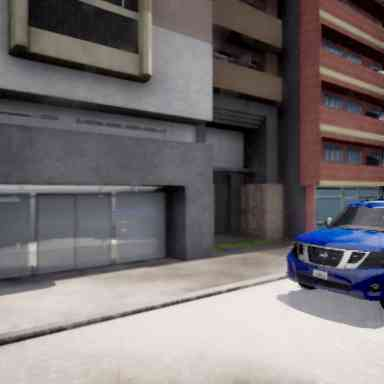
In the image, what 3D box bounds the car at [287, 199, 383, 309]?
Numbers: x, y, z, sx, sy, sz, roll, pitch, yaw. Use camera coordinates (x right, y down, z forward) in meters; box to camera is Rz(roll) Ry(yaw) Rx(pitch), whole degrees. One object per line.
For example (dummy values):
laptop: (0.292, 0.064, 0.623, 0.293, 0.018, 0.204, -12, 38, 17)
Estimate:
car: (4.714, 1.206, 7.891, 5.566, 2.045, 2.150, 0, 0, -35)
